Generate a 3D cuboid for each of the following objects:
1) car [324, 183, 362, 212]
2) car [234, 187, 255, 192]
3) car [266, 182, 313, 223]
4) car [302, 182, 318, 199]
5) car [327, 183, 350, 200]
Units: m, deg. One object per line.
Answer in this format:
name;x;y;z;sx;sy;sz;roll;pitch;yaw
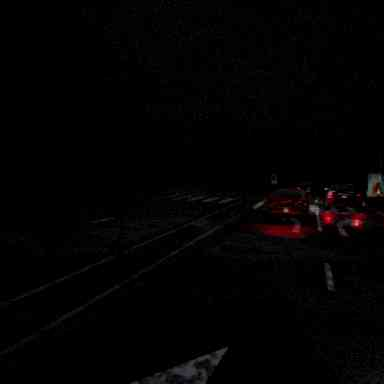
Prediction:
car;10.060;0.188;22.327;2.097;1.767;4.553;3;4;20
car;12.426;-0.525;78.695;4.902;1.511;2.128;3;0;9
car;4.938;0.508;16.797;1.882;1.535;5.008;3;4;19
car;11.162;-0.177;32.758;1.837;1.490;4.892;3;2;22
car;14.594;-0.057;33.346;1.882;1.535;5.008;3;1;23
